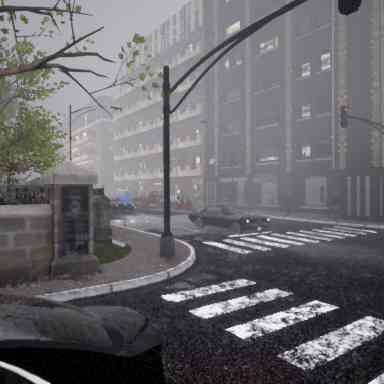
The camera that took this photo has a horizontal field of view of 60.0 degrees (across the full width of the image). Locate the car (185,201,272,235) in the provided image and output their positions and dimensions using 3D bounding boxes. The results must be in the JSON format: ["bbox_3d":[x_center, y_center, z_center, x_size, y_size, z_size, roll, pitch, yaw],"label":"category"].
[{"bbox_3d":[1.906,1.394,17.585,1.895,1.301,4.718,0,1,-36],"label":"car"}]

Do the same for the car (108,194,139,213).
[{"bbox_3d":[-6.814,1.132,29.502,1.895,1.301,4.718,0,1,-35],"label":"car"}]

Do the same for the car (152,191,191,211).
[{"bbox_3d":[-1.758,0.950,32.413,1.967,1.590,4.097,1,1,-36],"label":"car"}]

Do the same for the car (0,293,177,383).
[{"bbox_3d":[-2.354,1.505,1.676,4.892,1.490,1.837,0,1,-36],"label":"car"}]

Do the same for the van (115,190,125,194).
[{"bbox_3d":[-8.280,0.655,41.324,1.690,1.788,3.998,1,1,-36],"label":"van"}]

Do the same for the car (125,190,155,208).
[{"bbox_3d":[-5.018,0.727,36.867,2.192,1.841,5.009,1,1,-36],"label":"car"}]

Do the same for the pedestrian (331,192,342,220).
[{"bbox_3d":[9.513,0.901,21.976,0.375,1.860,0.375,1,-1,-36],"label":"pedestrian"}]
